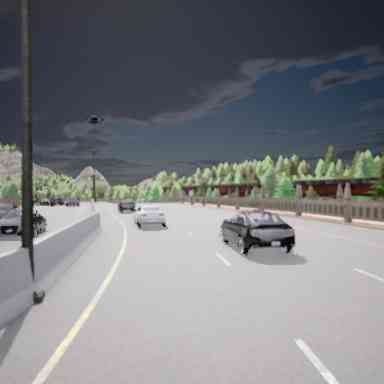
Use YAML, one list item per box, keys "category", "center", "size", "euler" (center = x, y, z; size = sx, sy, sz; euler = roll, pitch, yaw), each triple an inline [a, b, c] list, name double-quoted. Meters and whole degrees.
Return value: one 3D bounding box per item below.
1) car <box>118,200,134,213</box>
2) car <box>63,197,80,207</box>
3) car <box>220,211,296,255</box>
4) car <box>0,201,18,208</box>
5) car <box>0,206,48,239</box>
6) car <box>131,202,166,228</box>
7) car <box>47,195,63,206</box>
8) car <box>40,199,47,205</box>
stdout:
- category: "car"
  center: [-7.894, 1.650, 40.229]
  size: [2.128, 1.511, 4.902]
  euler: [0, 0, -17]
- category: "car"
  center: [-20.763, 1.654, 58.148]
  size: [2.097, 1.767, 4.553]
  euler: [0, 0, -16]
- category: "car"
  center: [2.446, 1.512, 13.418]
  size: [2.128, 1.511, 4.902]
  euler: [0, 0, -8]
- category: "car"
  center: [-14.922, 1.684, 26.529]
  size: [1.837, 1.490, 4.892]
  euler: [0, 0, -17]
- category: "car"
  center: [-9.136, 1.672, 17.839]
  size: [1.994, 1.385, 4.181]
  euler: [0, 0, -12]
- category: "car"
  center: [-2.981, 1.605, 23.094]
  size: [1.812, 1.442, 4.674]
  euler: [0, 0, -14]
- category: "car"
  center: [-26.741, 1.625, 65.877]
  size: [2.150, 2.045, 5.566]
  euler: [0, -1, -17]
- category: "car"
  center: [-33.654, 2.246, 76.621]
  size: [1.812, 1.442, 4.674]
  euler: [0, -3, -17]
